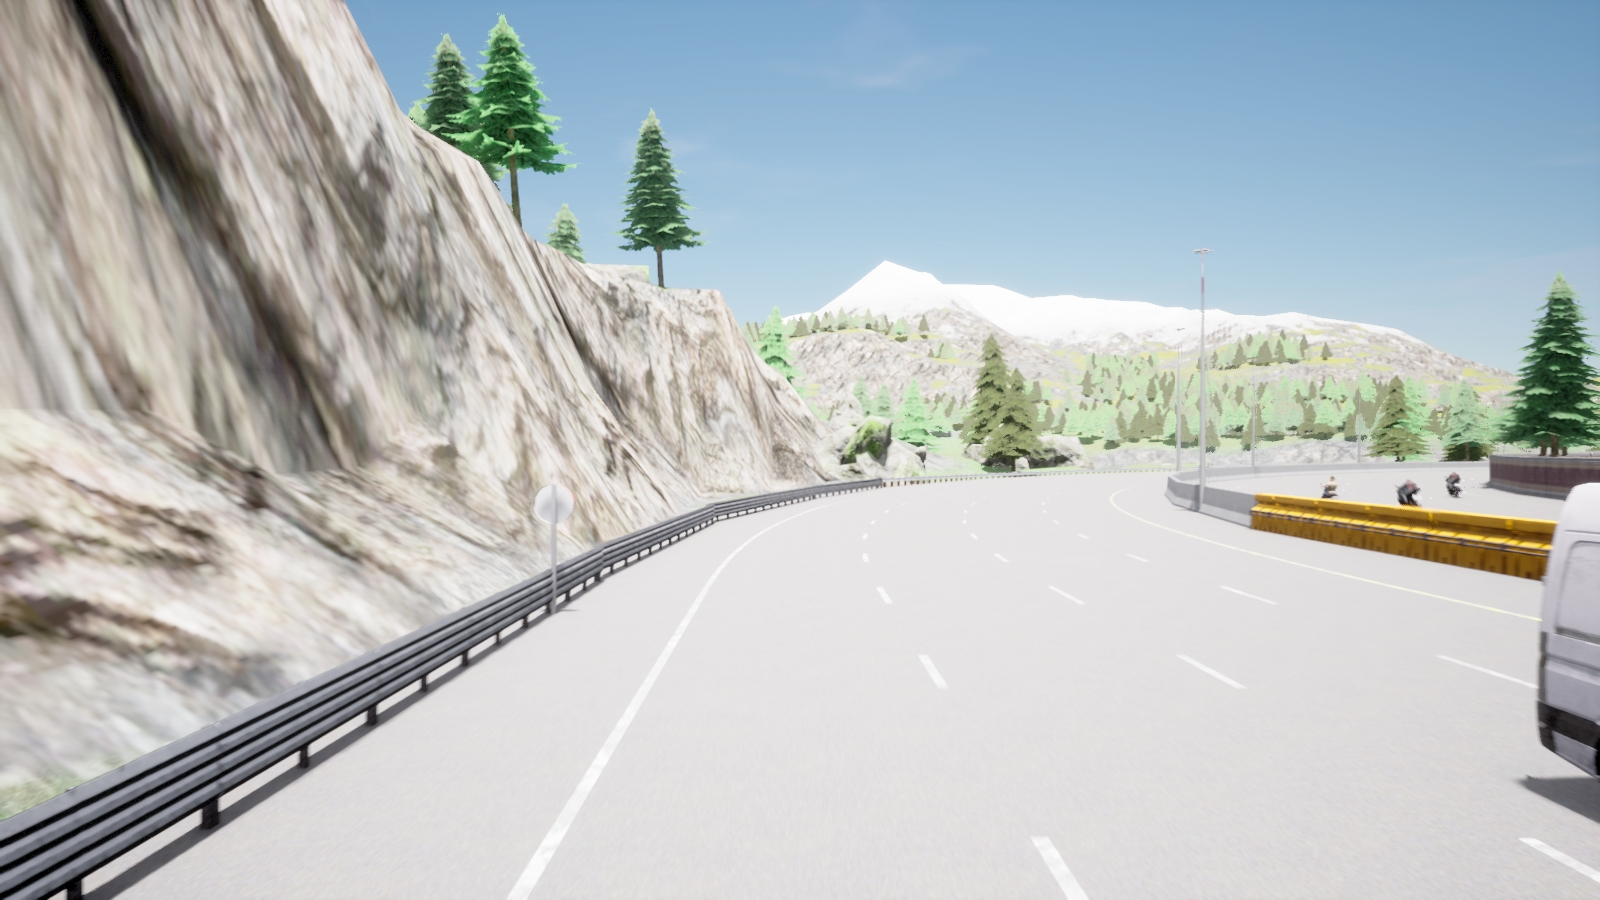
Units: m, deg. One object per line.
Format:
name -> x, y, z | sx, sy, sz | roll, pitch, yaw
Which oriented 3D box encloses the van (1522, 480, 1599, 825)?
van -> 6.992, 1.529, 6.508 | 1.988, 2.561, 5.915 | 0, 0, 0
